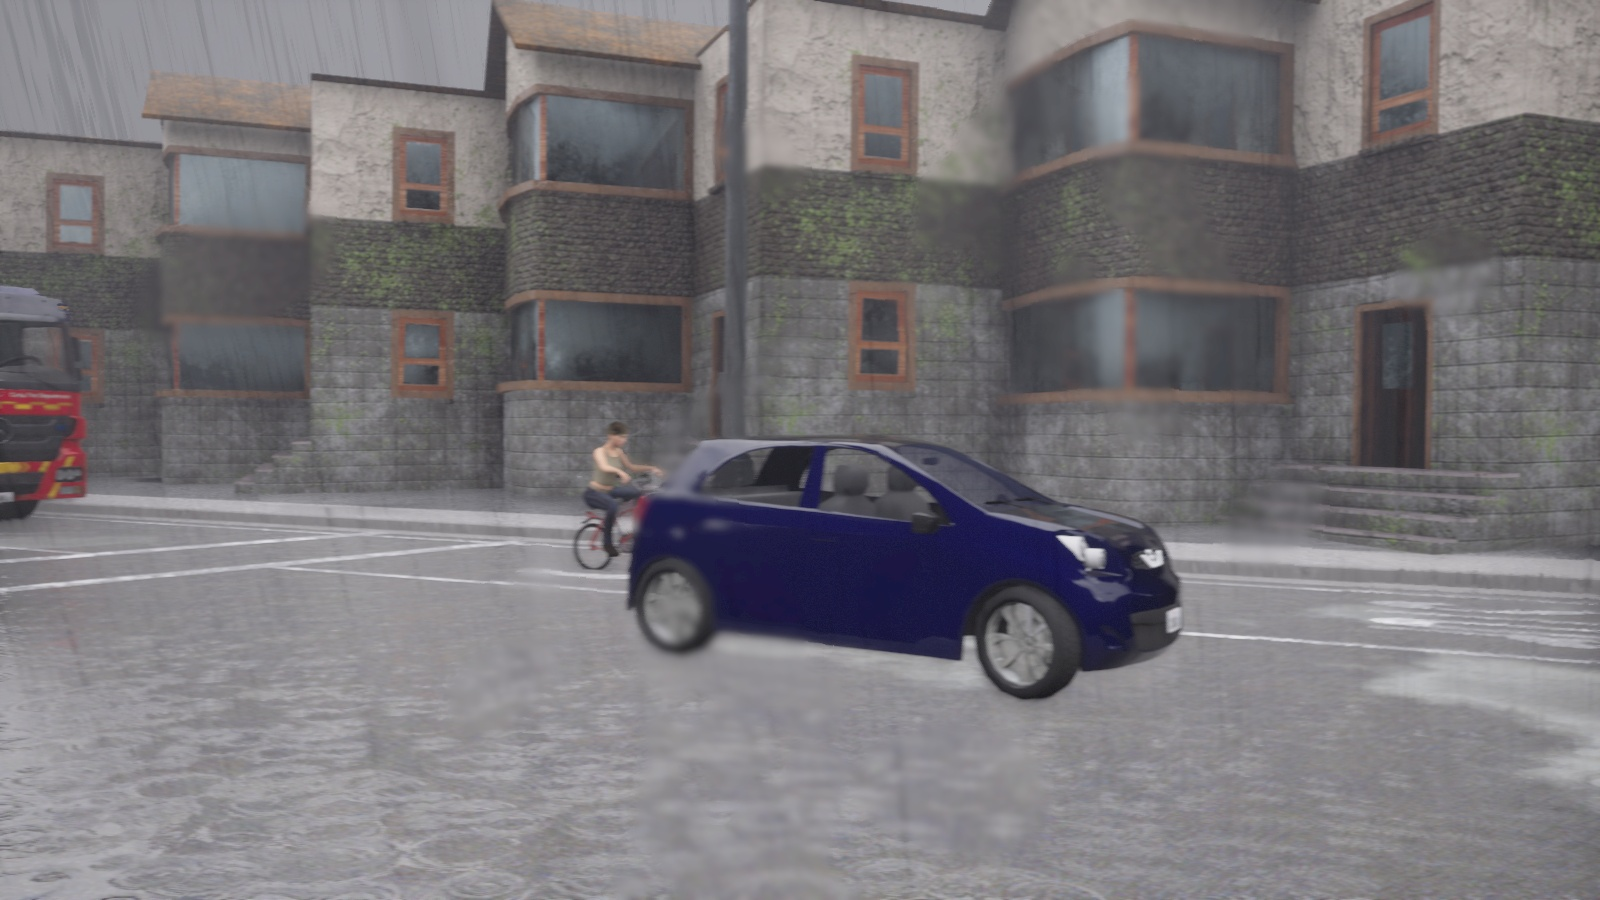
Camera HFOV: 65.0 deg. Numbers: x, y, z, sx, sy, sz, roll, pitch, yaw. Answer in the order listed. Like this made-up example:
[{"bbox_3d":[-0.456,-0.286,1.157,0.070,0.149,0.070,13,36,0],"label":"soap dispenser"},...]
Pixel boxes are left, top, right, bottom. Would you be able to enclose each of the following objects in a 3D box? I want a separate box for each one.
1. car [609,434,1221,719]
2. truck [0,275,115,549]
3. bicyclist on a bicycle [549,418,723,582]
[{"bbox_3d":[0.736,0.666,8.430,3.633,1.501,1.845,0,1,32],"label":"car"},{"bbox_3d":[-14.906,-0.522,19.466,8.468,3.827,2.891,0,1,24],"label":"truck"},{"bbox_3d":[-1.752,0.531,13.416,1.509,1.612,0.866,-5,-1,27],"label":"bicyclist on a bicycle"}]
